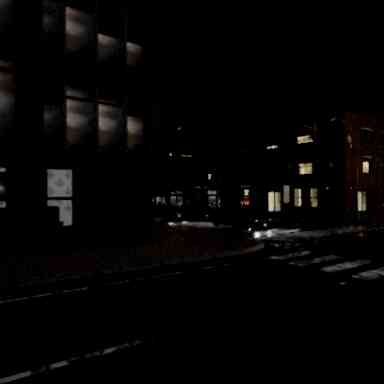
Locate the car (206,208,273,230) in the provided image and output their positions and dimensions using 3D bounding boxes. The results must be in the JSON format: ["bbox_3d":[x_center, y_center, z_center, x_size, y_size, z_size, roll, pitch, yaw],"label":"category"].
[{"bbox_3d":[3.258,1.854,24.242,2.033,1.411,5.357,-1,-1,-37],"label":"car"}]

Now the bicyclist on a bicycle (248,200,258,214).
[{"bbox_3d":[6.300,1.642,34.743,1.656,1.620,0.582,-1,0,-37],"label":"bicyclist on a bicycle"}]

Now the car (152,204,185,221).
[{"bbox_3d":[-2.597,1.950,32.076,2.128,1.511,4.902,-1,-1,-37],"label":"car"}]
